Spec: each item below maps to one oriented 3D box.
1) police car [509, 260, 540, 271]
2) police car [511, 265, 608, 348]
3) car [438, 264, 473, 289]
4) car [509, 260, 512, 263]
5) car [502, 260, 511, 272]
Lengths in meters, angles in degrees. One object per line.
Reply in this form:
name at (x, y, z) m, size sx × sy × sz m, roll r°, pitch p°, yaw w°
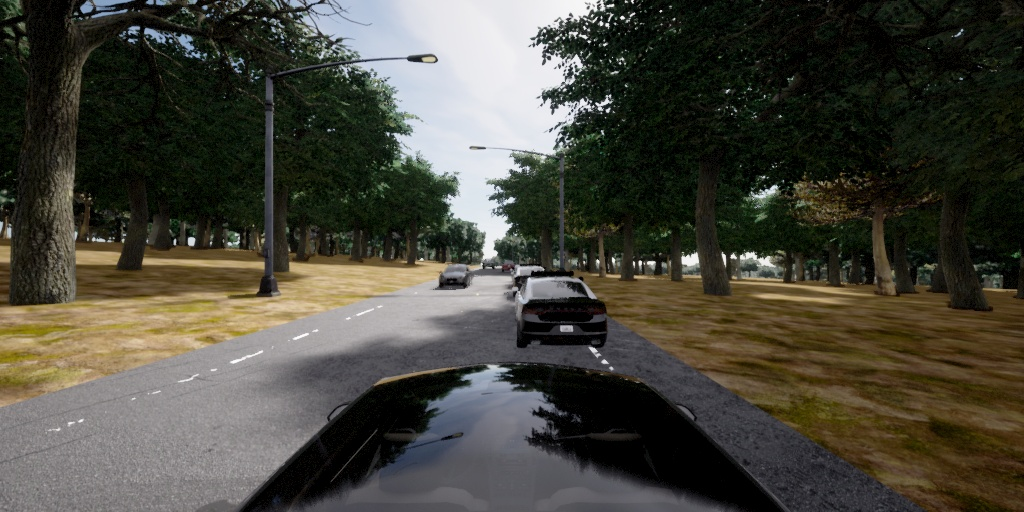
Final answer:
police car at (0.970, 1.220, 19.451) m, size 1.930 × 1.638 × 5.238 m, roll -1°, pitch 0°, yaw 0°
police car at (1.035, 1.191, 9.438) m, size 1.930 × 1.638 × 5.238 m, roll 0°, pitch 0°, yaw 0°
car at (-3.711, 1.340, 24.300) m, size 1.837 × 1.490 × 4.892 m, roll 0°, pitch 0°, yaw 0°
car at (0.911, 1.297, 25.353) m, size 1.882 × 1.535 × 5.008 m, roll -2°, pitch 0°, yaw -1°
car at (-0.410, 1.404, 51.681) m, size 2.097 × 1.767 × 4.553 m, roll 0°, pitch -1°, yaw -1°
